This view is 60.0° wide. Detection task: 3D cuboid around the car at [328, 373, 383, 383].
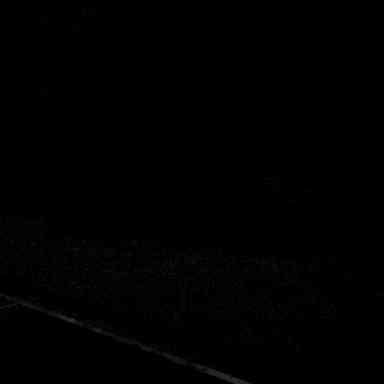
[{"bbox_3d":[2.374,1.564,1.098,4.313,1.339,1.947,0,1,36],"label":"car"}]
